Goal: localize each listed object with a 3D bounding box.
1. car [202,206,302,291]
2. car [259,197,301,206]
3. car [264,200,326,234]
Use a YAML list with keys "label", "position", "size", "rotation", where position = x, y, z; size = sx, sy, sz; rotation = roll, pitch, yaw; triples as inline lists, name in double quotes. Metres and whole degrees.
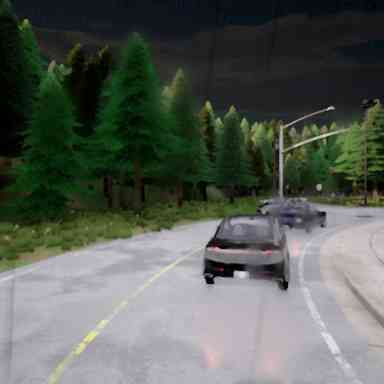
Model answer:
- label: "car"
  position: [1.550, 1.345, 8.757]
  size: [2.128, 1.511, 4.902]
  rotation: [0, 1, 14]
- label: "car"
  position: [6.706, 1.104, 24.399]
  size: [4.902, 1.511, 2.128]
  rotation: [-1, 1, -43]
- label: "car"
  position: [5.645, 1.311, 17.447]
  size: [1.895, 1.301, 4.718]
  rotation: [1, 1, 34]
